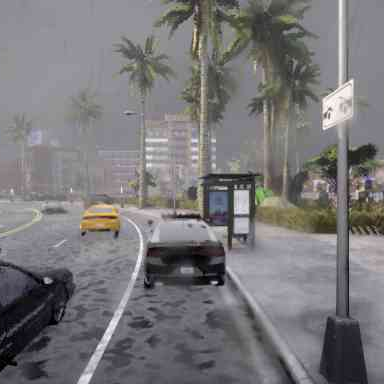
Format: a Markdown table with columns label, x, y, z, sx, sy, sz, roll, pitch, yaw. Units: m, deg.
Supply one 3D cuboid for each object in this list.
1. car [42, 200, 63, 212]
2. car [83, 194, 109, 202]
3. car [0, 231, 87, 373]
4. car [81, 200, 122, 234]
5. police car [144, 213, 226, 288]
| label | x | y | z | sx | sy | sz | roll | pitch | yaw |
| --- | --- | --- | --- | --- | --- | --- | --- | --- | --- |
| car | -16.605 | 1.589 | 39.402 | 1.895 | 1.301 | 4.718 | 0 | 0 | -30 |
| car | -9.396 | 1.218 | 32.769 | 2.150 | 2.045 | 5.566 | 0 | 0 | -23 |
| car | -3.053 | 1.546 | 3.953 | 2.033 | 1.411 | 5.357 | 0 | 0 | -3 |
| car | -5.067 | 1.474 | 18.865 | 1.882 | 1.535 | 5.008 | 0 | 0 | -11 |
| police car | -0.319 | 1.424 | 9.464 | 1.930 | 1.638 | 5.238 | 0 | 0 | -5 |
